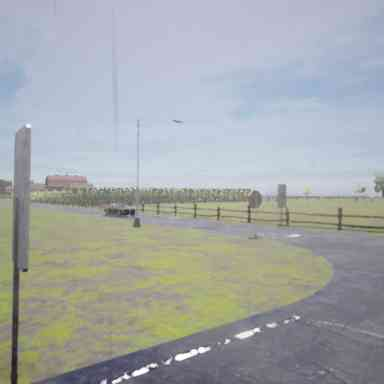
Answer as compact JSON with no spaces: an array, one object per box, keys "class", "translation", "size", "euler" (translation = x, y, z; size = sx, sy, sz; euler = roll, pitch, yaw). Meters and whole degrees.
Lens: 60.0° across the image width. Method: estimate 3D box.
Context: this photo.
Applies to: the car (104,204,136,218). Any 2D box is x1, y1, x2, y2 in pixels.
[{"class":"car","translation":[-7.296,1.867,33.979],"size":[1.895,1.301,4.718],"euler":[1,-1,-36]}]
